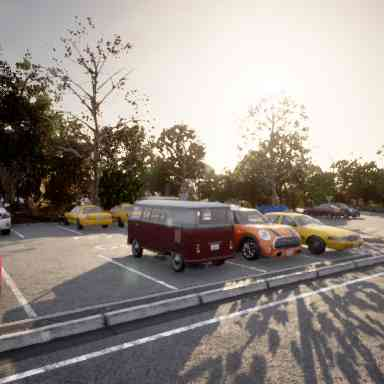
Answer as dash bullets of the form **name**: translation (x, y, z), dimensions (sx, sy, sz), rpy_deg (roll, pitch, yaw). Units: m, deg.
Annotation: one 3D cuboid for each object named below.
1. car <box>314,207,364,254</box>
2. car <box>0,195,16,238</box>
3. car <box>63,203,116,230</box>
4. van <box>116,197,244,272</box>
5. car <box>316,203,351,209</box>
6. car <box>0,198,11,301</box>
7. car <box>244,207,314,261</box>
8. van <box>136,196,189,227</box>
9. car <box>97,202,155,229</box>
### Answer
- **car**: translation (4.374, 1.558, 14.193), dimensions (1.946, 1.575, 5.366), rpy_deg (1, -1, -36)
- **car**: translation (-11.425, 1.205, 18.129), dimensions (2.435, 2.045, 5.566), rpy_deg (0, 0, -36)
- **car**: translation (-6.911, 1.498, 21.642), dimensions (1.946, 1.575, 5.366), rpy_deg (1, 0, -36)
- **van**: translation (-0.633, 1.265, 10.960), dimensions (1.878, 1.987, 4.442), rpy_deg (1, 0, -36)
- **car**: translation (14.512, 2.114, 36.798), dimensions (2.002, 1.452, 4.674), rpy_deg (2, -1, -36)
- **car**: translation (-5.603, 1.198, 7.265), dimensions (2.435, 2.045, 5.566), rpy_deg (0, 0, -36)
- **car**: translation (1.881, 1.395, 12.665), dimensions (2.185, 1.767, 4.553), rpy_deg (1, -1, -36)
- **van**: translation (-2.305, 1.345, 24.585), dimensions (1.878, 1.987, 4.442), rpy_deg (1, -1, -36)
- **car**: translation (-4.751, 1.529, 23.196), dimensions (1.946, 1.575, 5.366), rpy_deg (1, -1, -36)
